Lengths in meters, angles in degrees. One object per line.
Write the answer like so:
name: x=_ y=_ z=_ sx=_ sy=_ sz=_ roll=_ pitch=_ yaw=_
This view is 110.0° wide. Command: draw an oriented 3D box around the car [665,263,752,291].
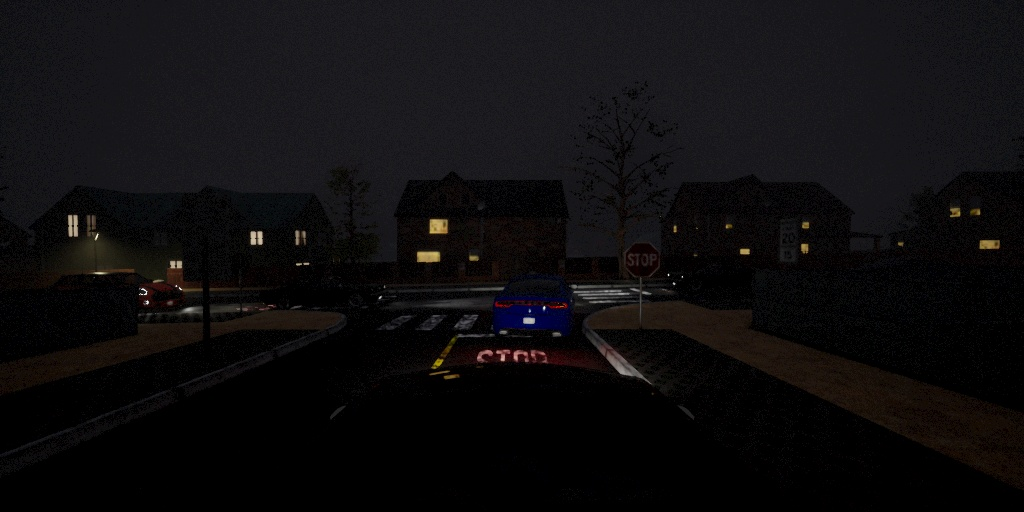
car: x=10.401 y=1.034 z=18.202 sx=4.718 sy=1.301 sz=1.895 roll=-1 pitch=1 yaw=-1

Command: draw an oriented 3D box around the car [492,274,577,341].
car: x=0.781 y=1.226 z=10.061 sx=1.882 sy=1.535 sz=5.008 roll=0 pitch=0 yaw=10

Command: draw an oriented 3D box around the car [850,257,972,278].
car: x=20.046 y=0.753 z=18.243 sx=5.357 sy=1.411 sz=2.033 roll=-1 pitch=1 yaw=0

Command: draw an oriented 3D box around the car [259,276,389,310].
car: x=-7.819 y=1.506 z=15.264 sx=4.718 sy=1.301 sz=1.895 roll=-1 pitch=1 yaw=0

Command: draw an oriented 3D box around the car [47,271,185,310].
car: x=-16.807 y=1.472 z=15.251 sx=4.553 sy=1.767 sz=2.097 roll=-1 pitch=1 yaw=0
